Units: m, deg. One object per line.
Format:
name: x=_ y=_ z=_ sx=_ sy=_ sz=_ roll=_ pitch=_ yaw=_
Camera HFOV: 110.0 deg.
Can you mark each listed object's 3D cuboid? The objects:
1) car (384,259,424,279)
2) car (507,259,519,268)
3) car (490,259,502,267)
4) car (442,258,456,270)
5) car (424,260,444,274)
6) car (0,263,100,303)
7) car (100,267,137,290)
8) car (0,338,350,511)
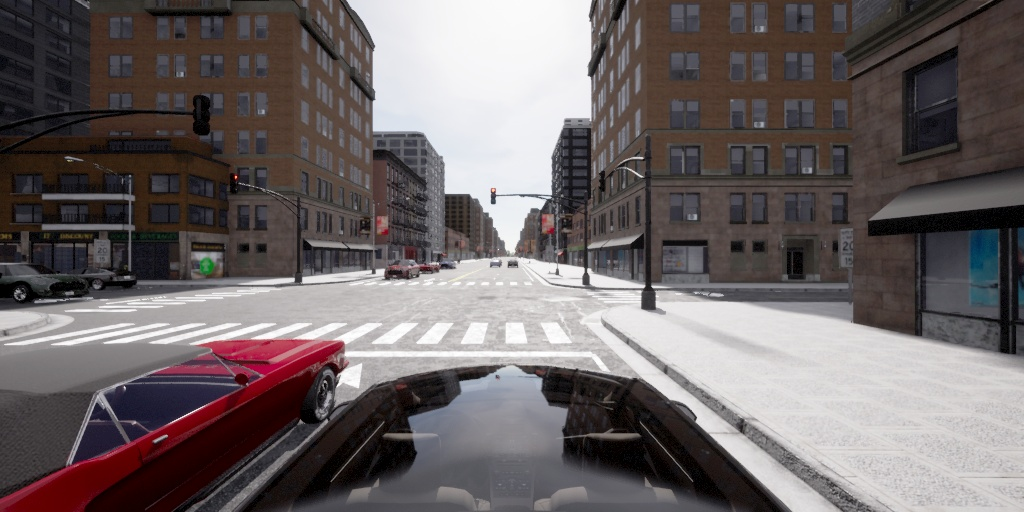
car: x=-9.771 y=1.102 z=32.154 sx=2.097 sy=1.767 sz=4.553 roll=0 pitch=0 yaw=0
car: x=0.157 y=1.248 z=62.178 sx=1.837 sy=1.490 sz=4.892 roll=0 pitch=0 yaw=0
car: x=-2.988 y=1.290 z=64.133 sx=2.033 sy=1.411 sz=5.357 roll=0 pitch=0 yaw=0
car: x=-9.703 y=1.098 z=53.570 sx=2.097 sy=1.767 sz=4.553 roll=0 pitch=0 yaw=0
car: x=-9.746 y=1.349 z=42.084 sx=1.895 sy=1.301 sz=4.718 roll=0 pitch=0 yaw=0
car: x=-22.165 y=1.096 z=16.172 sx=4.553 sy=1.767 sz=2.097 roll=0 pitch=0 yaw=0
car: x=-25.325 y=1.330 z=21.680 sx=4.313 sy=1.339 sz=1.948 roll=0 pitch=0 yaw=0
car: x=-3.157 y=1.351 z=2.816 sx=1.895 sy=1.301 sz=4.718 roll=0 pitch=0 yaw=0
